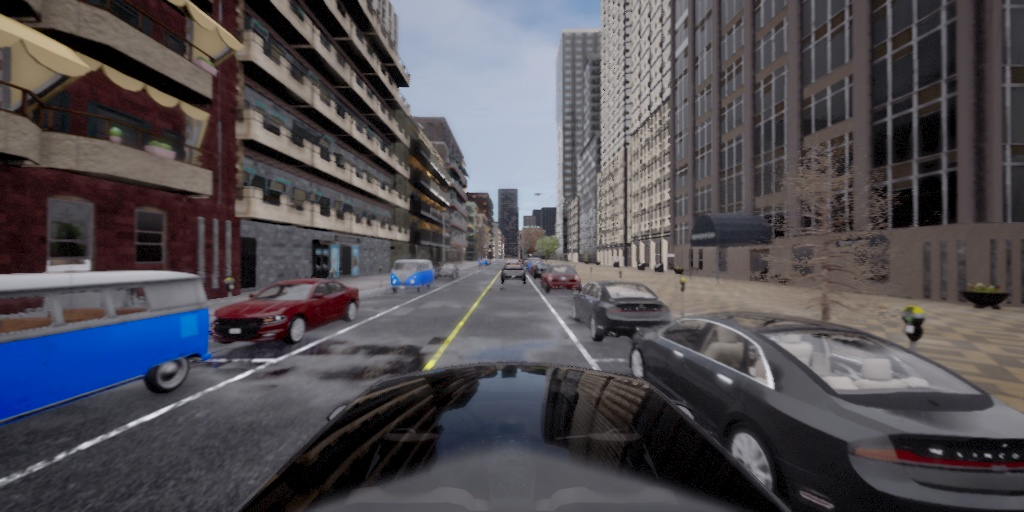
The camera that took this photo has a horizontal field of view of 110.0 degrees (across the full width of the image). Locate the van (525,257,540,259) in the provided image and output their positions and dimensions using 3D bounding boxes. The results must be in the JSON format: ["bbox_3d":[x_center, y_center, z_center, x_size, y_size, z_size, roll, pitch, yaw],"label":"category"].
[{"bbox_3d":[2.707,1.113,42.744,1.690,1.789,3.998,0,0,0],"label":"van"}]

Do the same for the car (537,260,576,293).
[{"bbox_3d":[2.699,1.194,20.652,1.967,1.591,4.097,0,0,0],"label":"car"}]

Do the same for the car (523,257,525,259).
[{"bbox_3d":[2.713,1.343,59.311,2.007,1.370,4.403,0,0,0],"label":"car"}]

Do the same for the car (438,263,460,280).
[{"bbox_3d":[-5.678,1.312,31.701,2.007,1.370,4.403,0,0,0],"label":"car"}]

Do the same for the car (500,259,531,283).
[{"bbox_3d":[0.110,1.250,27.793,2.128,1.511,4.902,0,0,0],"label":"car"}]

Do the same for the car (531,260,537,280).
[{"bbox_3d":[2.703,1.327,31.698,1.948,1.339,4.313,0,0,0],"label":"car"}]

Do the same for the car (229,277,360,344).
[{"bbox_3d":[-5.686,1.297,9.611,1.888,1.381,4.507,0,0,0],"label":"car"}]

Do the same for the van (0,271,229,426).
[{"bbox_3d":[-5.688,1.091,4.088,1.690,1.789,3.998,0,0,0],"label":"van"}]

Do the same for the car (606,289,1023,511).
[{"bbox_3d":[2.693,1.301,4.084,2.007,1.370,4.403,0,0,0],"label":"car"}]

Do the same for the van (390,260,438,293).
[{"bbox_3d":[-5.682,1.096,20.656,1.690,1.789,3.998,0,0,0],"label":"van"}]

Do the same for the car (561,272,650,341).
[{"bbox_3d":[2.695,1.302,9.608,2.007,1.370,4.403,0,0,0],"label":"car"}]
